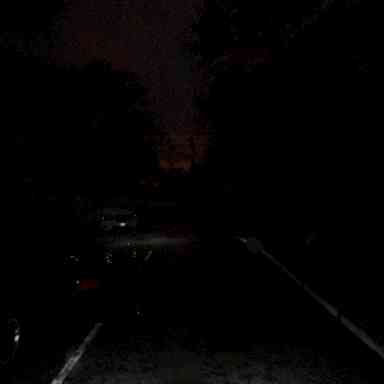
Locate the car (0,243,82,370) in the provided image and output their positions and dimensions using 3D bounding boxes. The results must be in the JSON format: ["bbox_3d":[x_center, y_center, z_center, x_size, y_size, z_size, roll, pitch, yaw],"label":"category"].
[{"bbox_3d":[-3.365,1.590,5.562,1.994,1.385,4.181,0,0,0],"label":"car"}]

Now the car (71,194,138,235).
[{"bbox_3d":[-5.240,1.201,19.348,2.150,2.045,5.566,1,2,-38],"label":"car"}]
